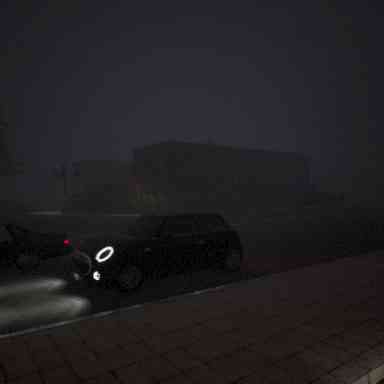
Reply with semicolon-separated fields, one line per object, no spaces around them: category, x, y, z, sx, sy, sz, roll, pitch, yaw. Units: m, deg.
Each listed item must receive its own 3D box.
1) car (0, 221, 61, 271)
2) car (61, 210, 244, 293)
car;-6.230;1.546;9.361;5.357;1.411;2.033;0;0;-35
car;-0.807;1.325;8.907;4.553;1.767;2.097;-1;0;-35
